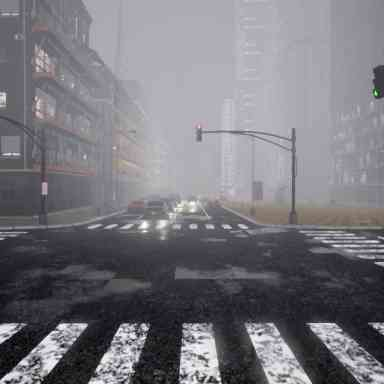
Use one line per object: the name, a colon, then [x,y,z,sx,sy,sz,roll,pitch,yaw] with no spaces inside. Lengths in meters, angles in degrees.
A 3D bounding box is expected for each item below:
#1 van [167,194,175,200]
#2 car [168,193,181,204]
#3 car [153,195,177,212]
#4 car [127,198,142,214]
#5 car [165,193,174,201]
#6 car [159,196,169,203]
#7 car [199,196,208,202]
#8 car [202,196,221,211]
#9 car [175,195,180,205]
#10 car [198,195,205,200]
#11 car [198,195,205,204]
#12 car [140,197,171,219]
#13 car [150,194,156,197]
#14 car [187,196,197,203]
van: [-5.780,1.350,91.851,1.690,1.788,3.998,-1,0,0]
car: [-3.089,1.221,59.321,2.150,2.045,5.566,0,0,1]
car: [-3.128,1.473,38.881,1.882,1.535,5.008,0,0,0]
car: [-5.730,1.540,35.363,1.887,1.381,4.507,-1,0,0]
car: [-5.776,1.322,86.203,2.192,1.841,5.009,-1,0,0]
car: [-5.758,1.584,69.257,1.802,1.307,4.206,-1,0,0]
car: [2.584,1.548,74.970,1.887,1.381,4.507,-1,0,0]
car: [2.612,1.540,41.076,1.887,1.381,4.507,-1,0,0]
car: [-3.130,1.522,48.764,1.812,1.442,4.674,0,0,0]
car: [2.569,1.535,92.087,1.752,1.417,4.829,-1,0,0]
car: [2.594,1.551,63.672,2.008,1.369,4.403,-1,0,0]
car: [-3.123,1.501,29.334,1.837,1.490,4.892,0,0,0]
car: [-5.736,1.436,41.012,1.967,1.590,4.097,-1,0,0]
car: [0.043,1.479,69.792,1.882,1.535,5.008,0,0,0]
